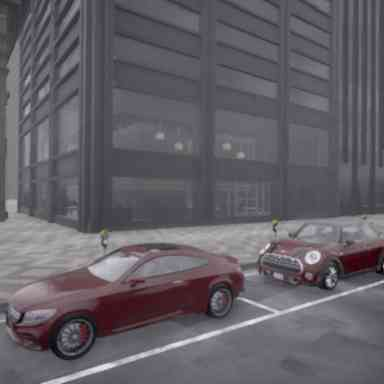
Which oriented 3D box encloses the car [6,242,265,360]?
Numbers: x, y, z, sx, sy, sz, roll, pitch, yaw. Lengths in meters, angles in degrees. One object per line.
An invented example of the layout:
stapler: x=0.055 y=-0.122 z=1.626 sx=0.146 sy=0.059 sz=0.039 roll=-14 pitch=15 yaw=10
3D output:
car: x=-0.884 y=1.606 z=5.901 sx=4.206 sy=1.307 sz=1.802 roll=1 pitch=0 yaw=-35

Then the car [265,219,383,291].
car: x=3.709 y=1.516 z=9.176 sx=4.097 sy=1.590 sz=1.967 roll=1 pitch=0 yaw=-35
